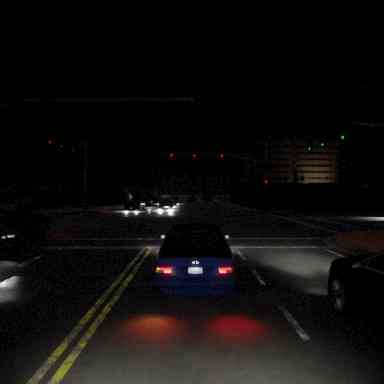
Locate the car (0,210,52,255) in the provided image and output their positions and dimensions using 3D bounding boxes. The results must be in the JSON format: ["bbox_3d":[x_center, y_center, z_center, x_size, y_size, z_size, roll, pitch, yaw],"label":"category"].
[{"bbox_3d":[-7.067,1.491,13.236,2.128,1.511,4.902,0,0,-7],"label":"car"}]

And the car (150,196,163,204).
[{"bbox_3d":[-7.069,1.547,66.348,2.033,1.411,5.357,0,0,0],"label":"car"}]

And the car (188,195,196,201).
[{"bbox_3d":[-0.057,1.425,84.641,1.994,1.385,4.181,0,0,0],"label":"car"}]

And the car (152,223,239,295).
[{"bbox_3d":[0.077,1.547,8.868,2.033,1.411,5.357,0,0,0],"label":"car"}]

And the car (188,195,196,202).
[{"bbox_3d":[-0.050,1.531,74.368,2.033,1.411,5.357,0,0,0],"label":"car"}]

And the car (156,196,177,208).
[{"bbox_3d":[-3.630,1.601,47.563,1.895,1.301,4.718,0,0,0],"label":"car"}]

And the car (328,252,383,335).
[{"bbox_3d":[3.560,1.491,4.624,2.128,1.511,4.902,0,0,0],"label":"car"}]

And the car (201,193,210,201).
[{"bbox_3d":[3.443,1.227,84.616,2.097,1.767,4.553,0,0,0],"label":"car"}]

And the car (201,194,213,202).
[{"bbox_3d":[3.450,1.344,74.660,2.097,1.767,4.553,0,0,0],"label":"car"}]

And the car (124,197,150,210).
[{"bbox_3d":[-7.170,1.547,42.314,2.033,1.411,5.357,0,0,2],"label":"car"}]

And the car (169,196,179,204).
[{"bbox_3d":[-3.566,1.505,66.926,1.837,1.490,4.892,0,0,0],"label":"car"}]

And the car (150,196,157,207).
[{"bbox_3d":[-7.128,1.505,51.956,1.837,1.490,4.892,0,0,0],"label":"car"}]

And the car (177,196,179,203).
[{"bbox_3d":[-3.622,1.491,56.880,2.128,1.511,4.902,0,0,0],"label":"car"}]
